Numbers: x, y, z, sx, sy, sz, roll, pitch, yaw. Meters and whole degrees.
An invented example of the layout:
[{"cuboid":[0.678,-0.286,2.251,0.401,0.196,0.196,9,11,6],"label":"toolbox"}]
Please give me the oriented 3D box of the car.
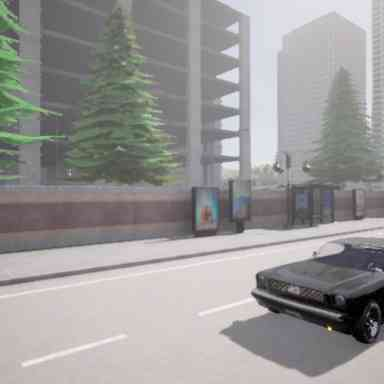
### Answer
[{"cuboid":[3.362,1.629,6.598,4.718,1.301,1.895,0,0,-37],"label":"car"}]
